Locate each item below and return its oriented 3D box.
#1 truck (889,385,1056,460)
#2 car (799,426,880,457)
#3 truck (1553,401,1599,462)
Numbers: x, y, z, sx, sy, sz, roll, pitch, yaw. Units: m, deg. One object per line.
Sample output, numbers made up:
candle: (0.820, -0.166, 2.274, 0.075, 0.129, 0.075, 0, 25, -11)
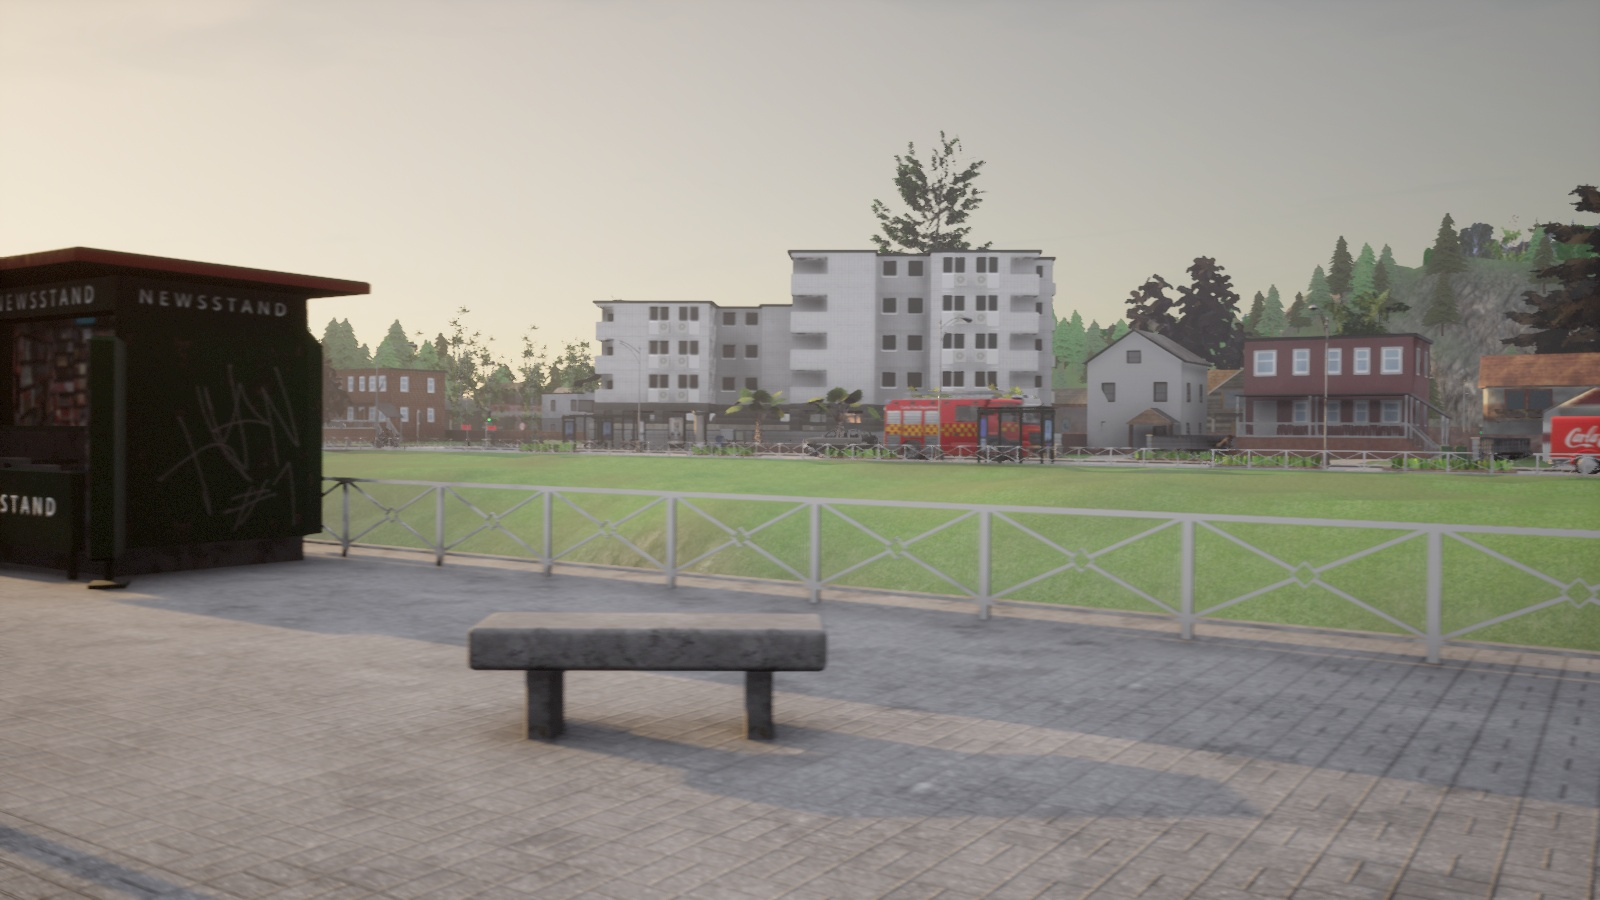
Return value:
truck: (9.176, -1.423, 67.375, 8.468, 3.827, 2.891, 0, 1, 34)
car: (2.392, -0.503, 76.706, 4.605, 1.855, 1.932, 0, 1, 34)
truck: (33.725, -0.758, 51.071, 5.204, 2.467, 2.627, 0, 1, 34)
